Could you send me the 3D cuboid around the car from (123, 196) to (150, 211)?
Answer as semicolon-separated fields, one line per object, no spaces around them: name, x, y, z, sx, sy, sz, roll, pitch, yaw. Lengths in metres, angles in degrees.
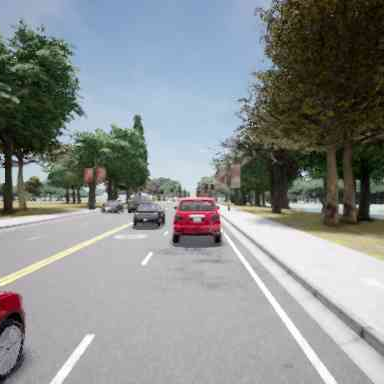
car;-6.201;1.507;39.582;2.150;2.045;5.566;0;-1;1

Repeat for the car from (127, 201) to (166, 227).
car;-2.931;1.609;23.556;2.128;1.511;4.902;0;0;1

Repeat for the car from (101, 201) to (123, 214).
car;-9.449;1.789;39.765;2.128;1.511;4.902;0;-1;1

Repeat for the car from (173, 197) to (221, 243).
car;0.247;1.282;16.658;2.150;2.045;5.566;0;0;1

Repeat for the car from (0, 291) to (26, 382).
car;-3.151;1.491;2.428;1.882;1.535;5.008;0;0;1

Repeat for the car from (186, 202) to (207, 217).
car;0.440;1.764;35.200;2.033;1.411;5.357;0;-1;1
